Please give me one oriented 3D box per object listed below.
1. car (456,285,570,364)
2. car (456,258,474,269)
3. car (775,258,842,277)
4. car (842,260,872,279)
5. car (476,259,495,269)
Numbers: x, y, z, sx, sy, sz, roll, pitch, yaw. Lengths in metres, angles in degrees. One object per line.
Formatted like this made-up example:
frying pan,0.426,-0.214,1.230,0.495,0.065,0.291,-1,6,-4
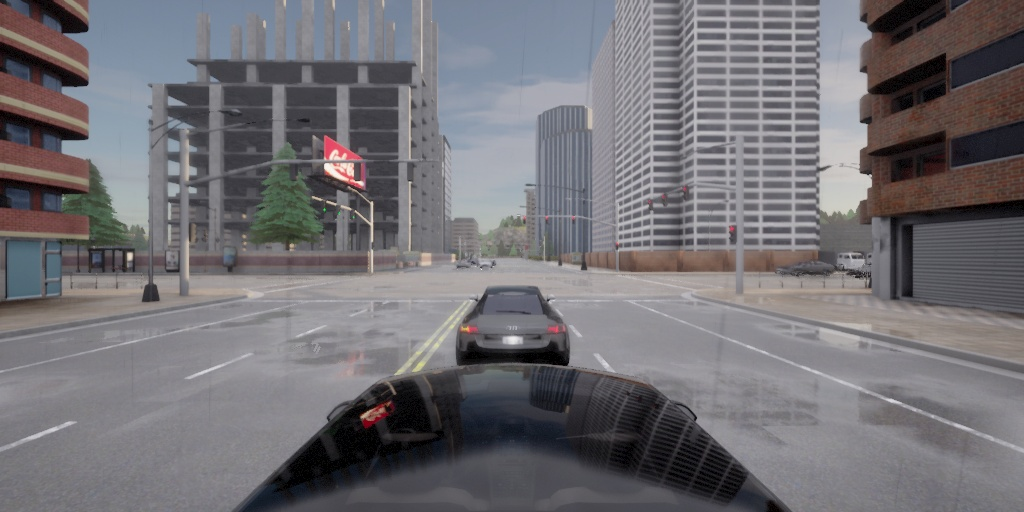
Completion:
car,0.011,1.312,7.709,1.994,1.385,4.181,0,0,0
car,-7.593,1.337,55.905,1.895,1.301,4.718,0,0,0
car,27.875,1.233,34.240,4.902,1.511,2.128,0,0,-1
car,32.010,1.290,30.795,5.357,1.411,2.033,0,0,-1
car,-4.094,1.262,56.368,1.812,1.442,4.674,0,0,0
